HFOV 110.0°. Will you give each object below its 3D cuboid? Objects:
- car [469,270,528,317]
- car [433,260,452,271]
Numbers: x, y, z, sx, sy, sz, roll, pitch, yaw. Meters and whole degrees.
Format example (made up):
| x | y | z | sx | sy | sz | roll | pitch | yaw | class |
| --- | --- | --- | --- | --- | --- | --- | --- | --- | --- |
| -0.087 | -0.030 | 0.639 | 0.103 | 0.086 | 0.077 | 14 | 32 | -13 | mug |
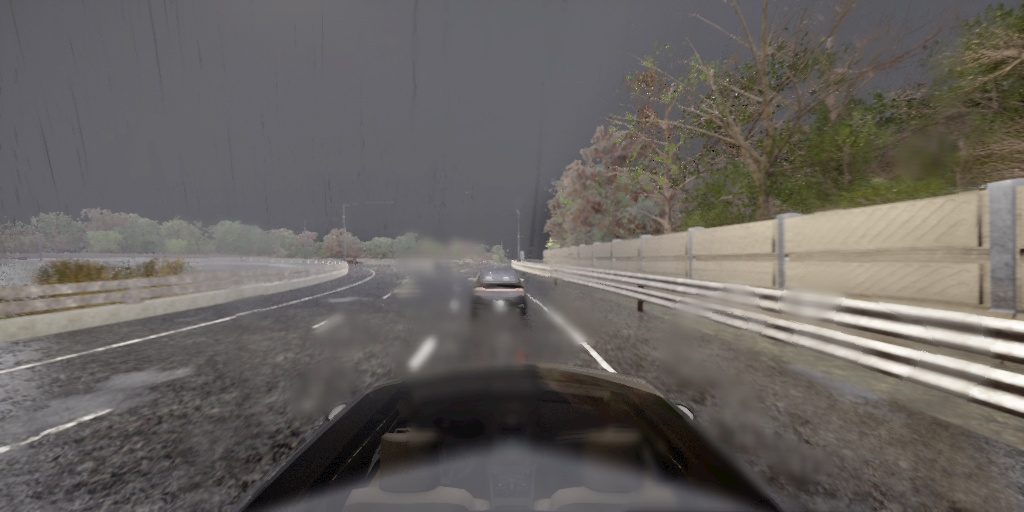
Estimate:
| x | y | z | sx | sy | sz | roll | pitch | yaw | class |
| --- | --- | --- | --- | --- | --- | --- | --- | --- | --- |
| -0.541 | 1.246 | 13.178 | 2.128 | 1.511 | 4.902 | 0 | 0 | -5 | car |
| -9.390 | 1.262 | 48.404 | 2.128 | 1.511 | 4.902 | 0 | 0 | -23 | car |
